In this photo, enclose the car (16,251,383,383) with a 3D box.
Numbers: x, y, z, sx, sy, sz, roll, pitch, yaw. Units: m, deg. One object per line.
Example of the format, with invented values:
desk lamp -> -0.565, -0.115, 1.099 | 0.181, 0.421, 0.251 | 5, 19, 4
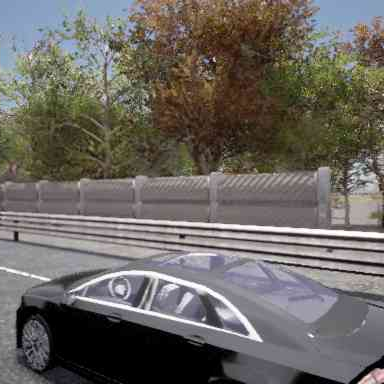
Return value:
car -> -0.230, 1.505, 4.033 | 4.902, 1.511, 2.128 | 0, 0, 35
